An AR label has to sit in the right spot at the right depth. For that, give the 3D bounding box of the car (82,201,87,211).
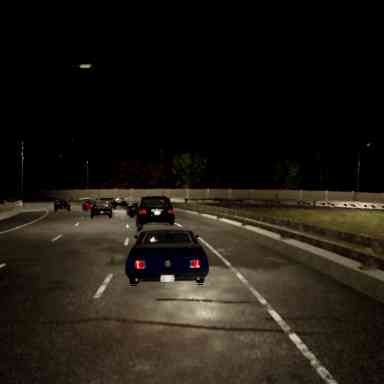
[{"bbox_3d":[-12.998,1.700,42.985,1.994,1.385,4.181,0,0,-23],"label":"car"}]

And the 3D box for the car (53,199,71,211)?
[{"bbox_3d":[-16.690,1.631,42.742,2.128,1.511,4.902,0,0,-23],"label":"car"}]

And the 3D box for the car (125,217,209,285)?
[{"bbox_3d":[-0.714,1.629,9.563,1.895,1.301,4.718,0,0,-5],"label":"car"}]

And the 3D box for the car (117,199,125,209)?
[{"bbox_3d":[-9.832,1.628,44.476,2.128,1.511,4.902,0,0,-23],"label":"car"}]

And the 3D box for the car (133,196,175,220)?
[{"bbox_3d":[-2.399,1.279,20.891,2.150,2.045,5.566,0,-1,-10],"label":"car"}]

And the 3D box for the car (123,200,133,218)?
[{"bbox_3d":[-5.158,1.660,32.006,1.994,1.385,4.181,0,0,-17],"label":"car"}]

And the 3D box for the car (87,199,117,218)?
[{"bbox_3d":[-8.489,1.587,31.058,2.128,1.511,4.902,0,0,-17],"label":"car"}]
